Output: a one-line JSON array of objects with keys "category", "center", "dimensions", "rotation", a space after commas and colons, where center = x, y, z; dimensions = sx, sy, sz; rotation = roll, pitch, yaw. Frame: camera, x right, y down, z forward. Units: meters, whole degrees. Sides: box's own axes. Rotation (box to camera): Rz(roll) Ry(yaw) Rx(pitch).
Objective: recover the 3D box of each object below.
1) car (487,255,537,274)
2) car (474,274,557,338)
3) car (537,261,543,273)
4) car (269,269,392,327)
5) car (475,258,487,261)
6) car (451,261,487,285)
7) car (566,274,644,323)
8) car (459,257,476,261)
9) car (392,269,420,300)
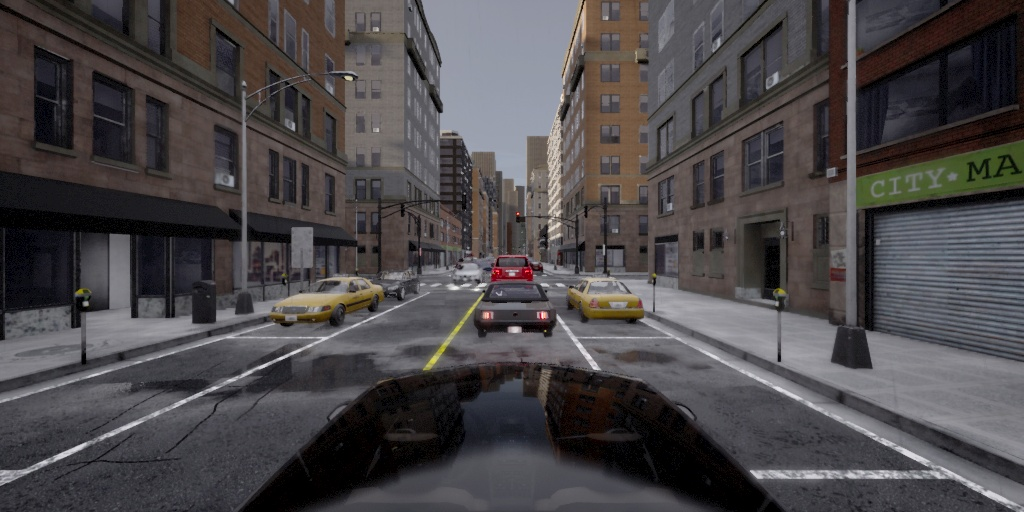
[{"category": "car", "center": [0.006, 0.974, 19.957], "dimensions": [2.150, 2.045, 5.566], "rotation": [0, 0, 0]}, {"category": "car", "center": [0.084, 1.351, 10.187], "dimensions": [1.895, 1.301, 4.718], "rotation": [0, 0, 0]}, {"category": "car", "center": [2.869, 1.308, 44.076], "dimensions": [1.888, 1.381, 4.507], "rotation": [0, 0, 0]}, {"category": "car", "center": [-5.666, 1.276, 11.610], "dimensions": [1.751, 1.417, 4.829], "rotation": [0, 0, 0]}, {"category": "car", "center": [-3.088, 1.310, 43.170], "dimensions": [2.033, 1.411, 5.357], "rotation": [0, 0, 0]}, {"category": "car", "center": [-3.096, 1.281, 26.032], "dimensions": [1.812, 1.442, 4.674], "rotation": [0, 0, 0]}, {"category": "car", "center": [2.860, 1.276, 11.947], "dimensions": [1.751, 1.417, 4.829], "rotation": [0, 0, 0]}, {"category": "car", "center": [-5.656, 1.078, 44.079], "dimensions": [2.192, 1.841, 5.009], "rotation": [0, 0, 0]}, {"category": "car", "center": [-5.664, 1.302, 17.305], "dimensions": [2.007, 1.370, 4.403], "rotation": [0, 0, 0]}]
